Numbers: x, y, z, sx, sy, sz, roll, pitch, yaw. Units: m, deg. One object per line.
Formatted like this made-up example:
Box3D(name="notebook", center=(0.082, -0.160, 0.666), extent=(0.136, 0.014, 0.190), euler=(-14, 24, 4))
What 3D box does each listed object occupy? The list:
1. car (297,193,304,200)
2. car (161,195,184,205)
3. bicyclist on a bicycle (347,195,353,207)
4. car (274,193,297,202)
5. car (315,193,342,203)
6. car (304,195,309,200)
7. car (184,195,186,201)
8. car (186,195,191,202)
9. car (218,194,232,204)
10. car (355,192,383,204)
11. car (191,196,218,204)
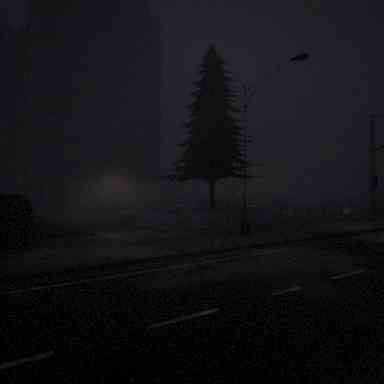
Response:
Box3D(name="car", center=(25.534, 1.364, 84.096), extent=(1.784, 1.438, 3.905), euler=(0, 0, -36))
Box3D(name="car", center=(-3.738, 1.564, 58.043), extent=(1.994, 1.385, 4.181), euler=(0, 0, -35))
Box3D(name="bicyclist on a bicycle", center=(22.185, 1.302, 46.677), extent=(1.656, 1.620, 0.582), euler=(0, 0, -36))
Box3D(name="car", center=(23.176, 1.395, 82.416), extent=(1.970, 1.475, 3.806), euler=(0, 0, -36))
Box3D(name="car", center=(27.242, 1.396, 66.770), extent=(1.970, 1.475, 3.806), euler=(0, 0, -36))
Box3D(name="car", center=(27.690, 1.153, 85.694), extent=(1.932, 1.855, 4.605), euler=(0, 0, -36))
Box3D(name="car", center=(-4.076, 1.303, 70.595), extent=(1.882, 1.535, 5.008), euler=(0, 0, -36))
Box3D(name="car", center=(-1.233, 1.365, 72.637), extent=(2.033, 1.411, 5.357), euler=(0, 0, -36))
Box3D(name="car", center=(5.133, 1.564, 63.844), extent=(1.994, 1.385, 4.181), euler=(0, 0, -35))
Box3D(name="car", center=(40.951, 1.154, 76.649), extent=(1.932, 1.855, 4.605), euler=(0, 0, -36))
Box3D(name="car", center=(2.291, 1.564, 61.803), extent=(1.994, 1.385, 4.181), euler=(0, 0, -35))
